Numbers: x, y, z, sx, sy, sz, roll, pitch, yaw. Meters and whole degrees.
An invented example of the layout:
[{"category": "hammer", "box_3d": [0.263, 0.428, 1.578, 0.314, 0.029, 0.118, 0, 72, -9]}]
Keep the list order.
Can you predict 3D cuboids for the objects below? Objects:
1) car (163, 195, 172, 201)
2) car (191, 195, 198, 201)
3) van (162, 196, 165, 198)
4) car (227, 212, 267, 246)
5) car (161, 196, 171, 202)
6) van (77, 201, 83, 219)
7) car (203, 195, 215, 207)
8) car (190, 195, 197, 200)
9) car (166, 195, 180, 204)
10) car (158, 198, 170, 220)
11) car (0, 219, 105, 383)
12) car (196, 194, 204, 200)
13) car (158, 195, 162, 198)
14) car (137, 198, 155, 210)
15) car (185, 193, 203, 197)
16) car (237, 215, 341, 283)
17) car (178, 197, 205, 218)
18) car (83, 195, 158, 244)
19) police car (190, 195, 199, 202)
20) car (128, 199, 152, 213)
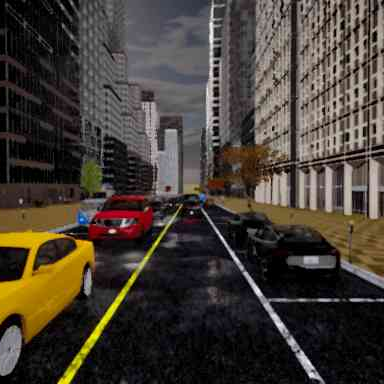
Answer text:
[{"category": "car", "box_3d": [-6.039, 1.555, 82.577, 2.008, 1.369, 4.403, -1, 0, 0]}, {"category": "car", "box_3d": [0.554, 1.504, 84.729, 1.837, 1.490, 4.892, 0, 0, 0]}, {"category": "van", "box_3d": [-5.925, 1.329, 54.451, 1.690, 1.788, 3.998, -1, 0, 0]}, {"category": "car", "box_3d": [2.623, 1.549, 15.111, 1.947, 1.339, 4.313, -1, 0, 0]}, {"category": "car", "box_3d": [-6.015, 1.551, 76.952, 2.008, 1.369, 4.403, -1, 0, 0]}, {"category": "van", "box_3d": [-5.784, 1.330, 20.701, 1.690, 1.788, 3.998, -1, 0, 0]}, {"category": "car", "box_3d": [2.482, 1.558, 48.862, 1.802, 1.307, 4.206, -1, 0, 0]}, {"category": "car", "box_3d": [0.390, 1.485, 90.766, 1.882, 1.535, 5.008, 0, 0, 2]}, {"category": "car", "box_3d": [-3.280, 1.556, 62.435, 1.994, 1.385, 4.181, 0, 0, 0]}, {"category": "car", "box_3d": [-3.141, 1.487, 27.664, 1.837, 1.490, 4.892, 0, 0, 0]}, {"category": "car", "box_3d": [-3.116, 1.475, 5.608, 1.882, 1.535, 5.008, 0, 0, 0]}, {"category": "car", "box_3d": [2.292, 1.447, 93.862, 1.967, 1.590, 4.097, -1, 0, 0]}, {"category": "car", "box_3d": [-5.898, 1.531, 48.827, 1.887, 1.381, 4.507, -1, 0, 0]}, {"category": "car", "box_3d": [-5.875, 1.510, 43.032, 1.752, 1.417, 4.829, -1, 0, 0]}, {"category": "car", "box_3d": [-0.076, 1.201, 43.658, 2.150, 2.045, 5.566, 0, 0, 0]}, {"category": "car", "box_3d": [2.647, 1.553, 9.486, 1.947, 1.339, 4.313, -1, 0, 0]}, {"category": "car", "box_3d": [-0.020, 1.482, 30.188, 1.837, 1.490, 4.892, 0, 0, 0]}, {"category": "car", "box_3d": [-3.152, 1.211, 16.022, 2.150, 2.045, 5.566, 0, 0, 0]}, {"category": "police car", "box_3d": [0.595, 1.416, 74.839, 1.930, 1.638, 5.238, 0, 0, 0]}, {"category": "car", "box_3d": [-5.851, 1.535, 37.576, 2.008, 1.369, 4.403, -1, 0, 0]}]
